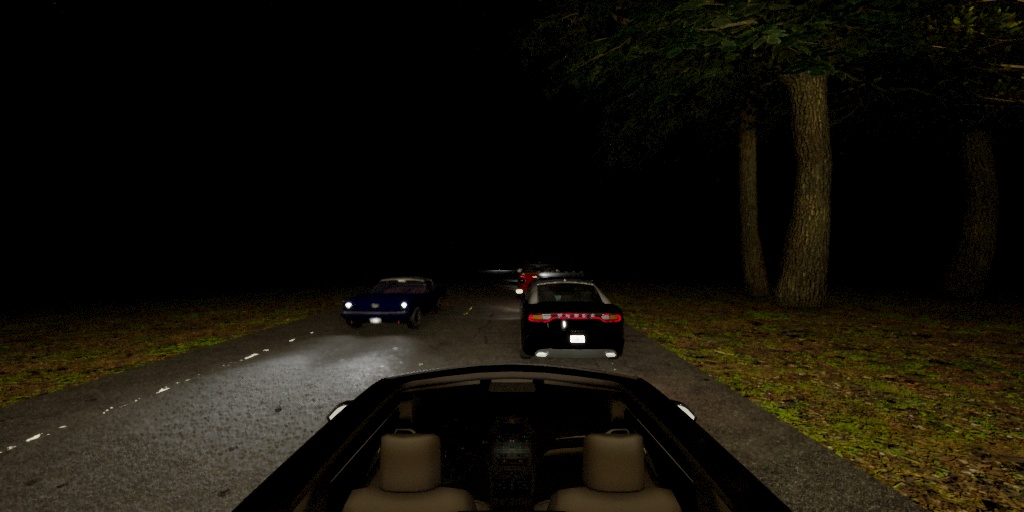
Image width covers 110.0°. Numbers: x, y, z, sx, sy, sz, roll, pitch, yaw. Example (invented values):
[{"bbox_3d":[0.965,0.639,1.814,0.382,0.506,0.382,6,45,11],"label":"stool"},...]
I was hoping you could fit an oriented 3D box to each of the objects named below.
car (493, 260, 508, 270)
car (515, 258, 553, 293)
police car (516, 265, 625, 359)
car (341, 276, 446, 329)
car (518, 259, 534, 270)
[{"bbox_3d":[-1.552,1.226,50.496,2.033,1.411,5.357,0,0,4],"label":"car"},{"bbox_3d":[1.342,1.083,18.349,2.097,1.767,4.553,0,0,2],"label":"car"},{"bbox_3d":[1.125,1.170,8.528,1.930,1.638,5.238,0,0,1],"label":"police car"},{"bbox_3d":[-3.458,1.341,11.380,1.895,1.301,4.718,0,0,1],"label":"car"},{"bbox_3d":[2.052,1.230,50.919,2.033,1.411,5.357,0,0,4],"label":"car"}]
